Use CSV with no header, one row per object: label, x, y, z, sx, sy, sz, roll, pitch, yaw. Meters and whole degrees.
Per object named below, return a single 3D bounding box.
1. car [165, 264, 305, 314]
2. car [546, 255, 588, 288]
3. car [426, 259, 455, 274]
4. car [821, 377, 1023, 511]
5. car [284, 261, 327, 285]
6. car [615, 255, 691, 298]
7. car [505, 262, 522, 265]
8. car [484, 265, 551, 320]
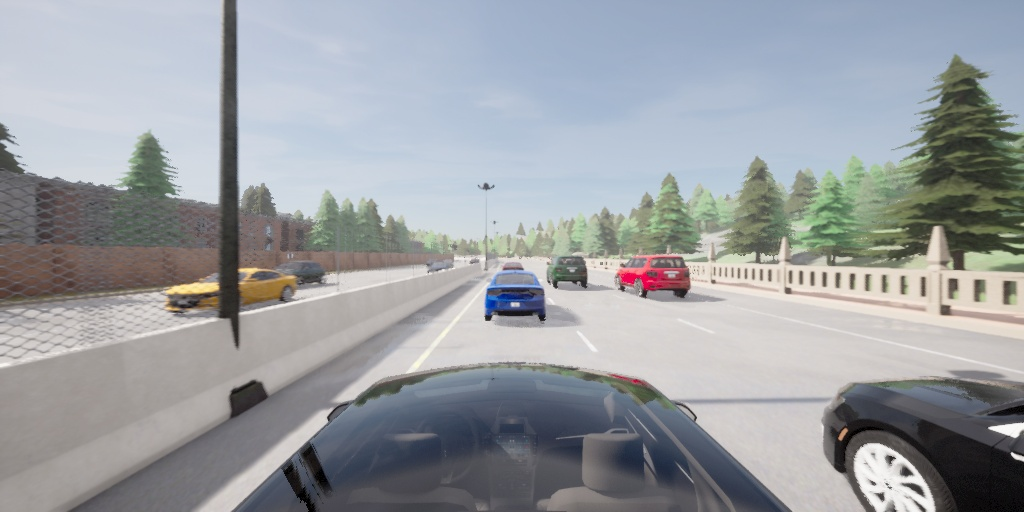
car,-10.602,1.234,14.018,1.882,1.535,5.008,0,0,0
car,3.597,0.984,24.051,2.150,2.045,5.566,0,0,0
car,-7.123,1.294,35.844,1.812,1.442,4.674,0,0,0
car,3.599,1.255,1.085,1.837,1.490,4.892,0,0,0
car,-14.104,1.113,23.349,2.097,1.767,4.553,0,0,0
car,7.097,0.981,18.603,2.150,2.045,5.566,0,0,0
car,0.095,1.243,31.035,1.882,1.535,5.008,0,0,0
car,0.106,1.234,12.674,1.882,1.535,5.008,0,0,0
